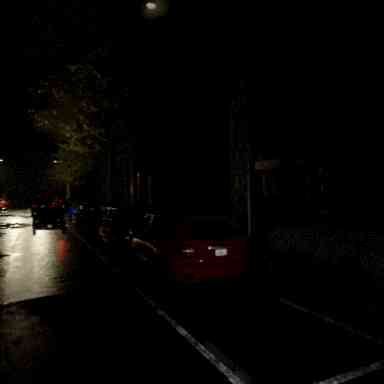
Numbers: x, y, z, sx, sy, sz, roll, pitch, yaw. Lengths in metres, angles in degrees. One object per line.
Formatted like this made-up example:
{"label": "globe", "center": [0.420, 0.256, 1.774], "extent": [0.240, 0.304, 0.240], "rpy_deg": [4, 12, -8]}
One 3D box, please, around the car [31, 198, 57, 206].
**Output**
{"label": "car", "center": [-16.792, 1.659, 37.381], "extent": [2.150, 2.045, 5.566], "rpy_deg": [0, 0, -25]}

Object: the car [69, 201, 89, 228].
{"label": "car", "center": [-7.625, 1.685, 24.446], "extent": [1.967, 1.590, 4.097], "rpy_deg": [0, 0, -25]}

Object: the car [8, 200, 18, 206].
{"label": "car", "center": [-44.215, 2.719, 82.005], "extent": [1.947, 1.339, 4.313], "rpy_deg": [-1, -1, -25]}

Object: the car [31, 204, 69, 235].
{"label": "car", "center": [-9.012, 1.761, 20.883], "extent": [1.812, 1.442, 4.674], "rpy_deg": [0, 0, -25]}

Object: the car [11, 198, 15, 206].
{"label": "car", "center": [-34.593, 2.163, 61.611], "extent": [2.192, 1.841, 5.009], "rpy_deg": [-1, -1, -25]}

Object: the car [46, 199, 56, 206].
{"label": "car", "center": [-34.100, 2.458, 80.543], "extent": [1.967, 1.590, 4.097], "rpy_deg": [-1, -1, -25]}

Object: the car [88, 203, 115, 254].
{"label": "car", "center": [-2.813, 1.439, 14.246], "extent": [2.192, 1.841, 5.009], "rpy_deg": [0, 0, -25]}

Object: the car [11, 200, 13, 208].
{"label": "car", "center": [-32.184, 2.341, 56.511], "extent": [1.947, 1.339, 4.313], "rpy_deg": [-1, -1, -25]}

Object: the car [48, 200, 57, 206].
{"label": "car", "center": [-31.691, 2.523, 75.441], "extent": [1.802, 1.307, 4.206], "rpy_deg": [-1, -1, -25]}

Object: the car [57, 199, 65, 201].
{"label": "car", "center": [-17.251, 2.069, 44.842], "extent": [1.947, 1.339, 4.313], "rpy_deg": [-1, -1, -25]}

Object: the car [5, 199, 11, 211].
{"label": "car", "center": [-29.781, 2.018, 51.413], "extent": [2.192, 1.841, 5.009], "rpy_deg": [-1, -1, -25]}

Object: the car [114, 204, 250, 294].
{"label": "car", "center": [-0.407, 1.379, 9.147], "extent": [2.192, 1.841, 5.009], "rpy_deg": [0, 0, -25]}

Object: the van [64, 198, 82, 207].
{"label": "van", "center": [-10.033, 1.647, 29.546], "extent": [1.690, 1.788, 3.998], "rpy_deg": [0, 0, -25]}

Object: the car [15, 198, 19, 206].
{"label": "car", "center": [-41.810, 2.640, 76.906], "extent": [1.947, 1.339, 4.313], "rpy_deg": [-1, -1, -25]}

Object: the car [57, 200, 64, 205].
{"label": "car", "center": [-14.845, 2.014, 39.744], "extent": [1.802, 1.307, 4.206], "rpy_deg": [-1, -1, -25]}

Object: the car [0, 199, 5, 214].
{"label": "car", "center": [-24.968, 1.874, 41.214], "extent": [2.192, 1.841, 5.009], "rpy_deg": [-1, -1, -25]}

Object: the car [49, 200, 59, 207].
{"label": "car", "center": [-29.358, 2.394, 70.496], "extent": [1.752, 1.417, 4.829], "rpy_deg": [-1, -1, -25]}

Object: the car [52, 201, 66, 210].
{"label": "car", "center": [-22.065, 2.192, 55.043], "extent": [1.887, 1.381, 4.507], "rpy_deg": [-1, -1, -25]}
